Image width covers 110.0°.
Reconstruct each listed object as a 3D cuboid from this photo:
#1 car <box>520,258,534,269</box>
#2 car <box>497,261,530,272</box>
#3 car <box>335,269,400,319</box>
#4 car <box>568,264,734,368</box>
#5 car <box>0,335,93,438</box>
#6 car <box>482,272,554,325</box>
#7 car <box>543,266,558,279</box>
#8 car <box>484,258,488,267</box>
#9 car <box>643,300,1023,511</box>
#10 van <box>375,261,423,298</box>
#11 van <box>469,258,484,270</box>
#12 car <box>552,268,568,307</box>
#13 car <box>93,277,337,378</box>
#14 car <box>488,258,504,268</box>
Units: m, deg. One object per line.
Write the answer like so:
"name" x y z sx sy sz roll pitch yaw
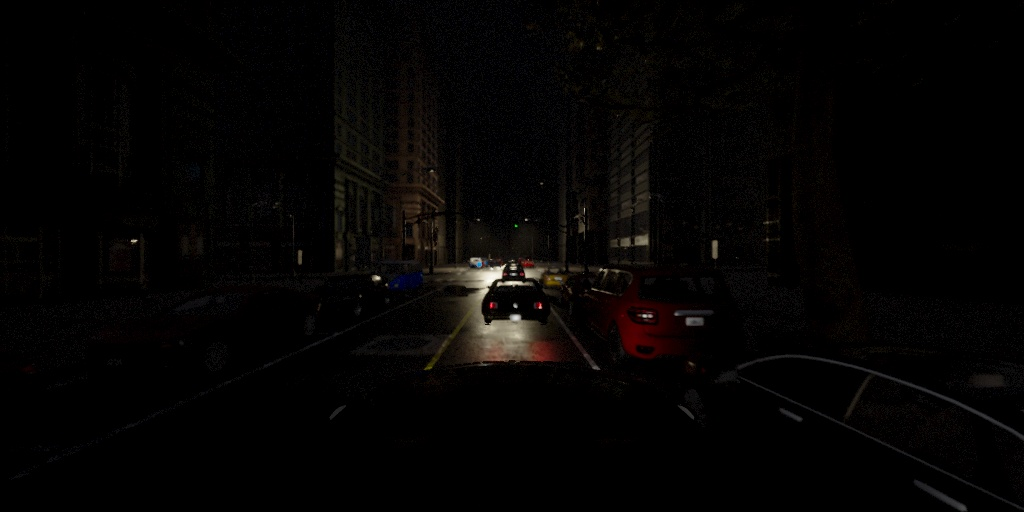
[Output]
"car" 2.807 1.445 61.762 1.888 1.381 4.507 0 0 0
"car" 0.112 1.356 28.106 2.033 1.411 5.357 0 0 0
"car" -5.757 1.339 12.862 1.948 1.339 4.313 0 0 0
"car" 2.766 1.077 7.800 2.192 1.841 5.009 0 0 0
"car" -5.762 1.333 2.035 1.802 1.307 4.207 0 0 0
"car" 0.105 1.372 11.882 1.895 1.301 4.718 0 0 0
"car" 2.779 1.323 23.839 1.751 1.417 4.829 0 0 0
"car" -5.748 1.445 61.784 1.888 1.381 4.507 0 0 0
"car" 2.763 1.302 2.511 2.007 1.370 4.403 0 0 0
"van" -5.755 1.126 18.275 1.690 1.789 3.998 0 0 0
"van" -5.751 1.224 56.259 1.690 1.789 3.998 0 0 0
"car" 2.768 1.319 13.089 1.888 1.381 4.507 0 0 0
"car" -5.759 1.307 7.449 1.888 1.381 4.507 0 0 0
"car" -3.000 1.474 65.255 1.994 1.385 4.181 0 0 1
